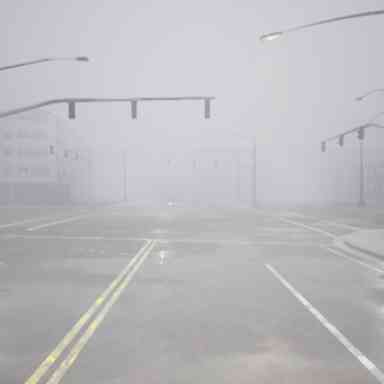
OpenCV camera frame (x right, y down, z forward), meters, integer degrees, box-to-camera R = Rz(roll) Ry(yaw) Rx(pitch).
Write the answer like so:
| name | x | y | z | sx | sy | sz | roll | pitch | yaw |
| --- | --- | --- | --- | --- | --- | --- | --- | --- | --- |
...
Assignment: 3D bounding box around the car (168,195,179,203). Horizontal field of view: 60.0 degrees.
| name | x | y | z | sx | sy | sz | roll | pitch | yaw |
| --- | --- | --- | --- | --- | --- | --- | --- | --- | --- |
| car | -3.499 | 1.353 | 63.649 | 1.994 | 1.385 | 4.181 | 0 | 0 | 0 |
